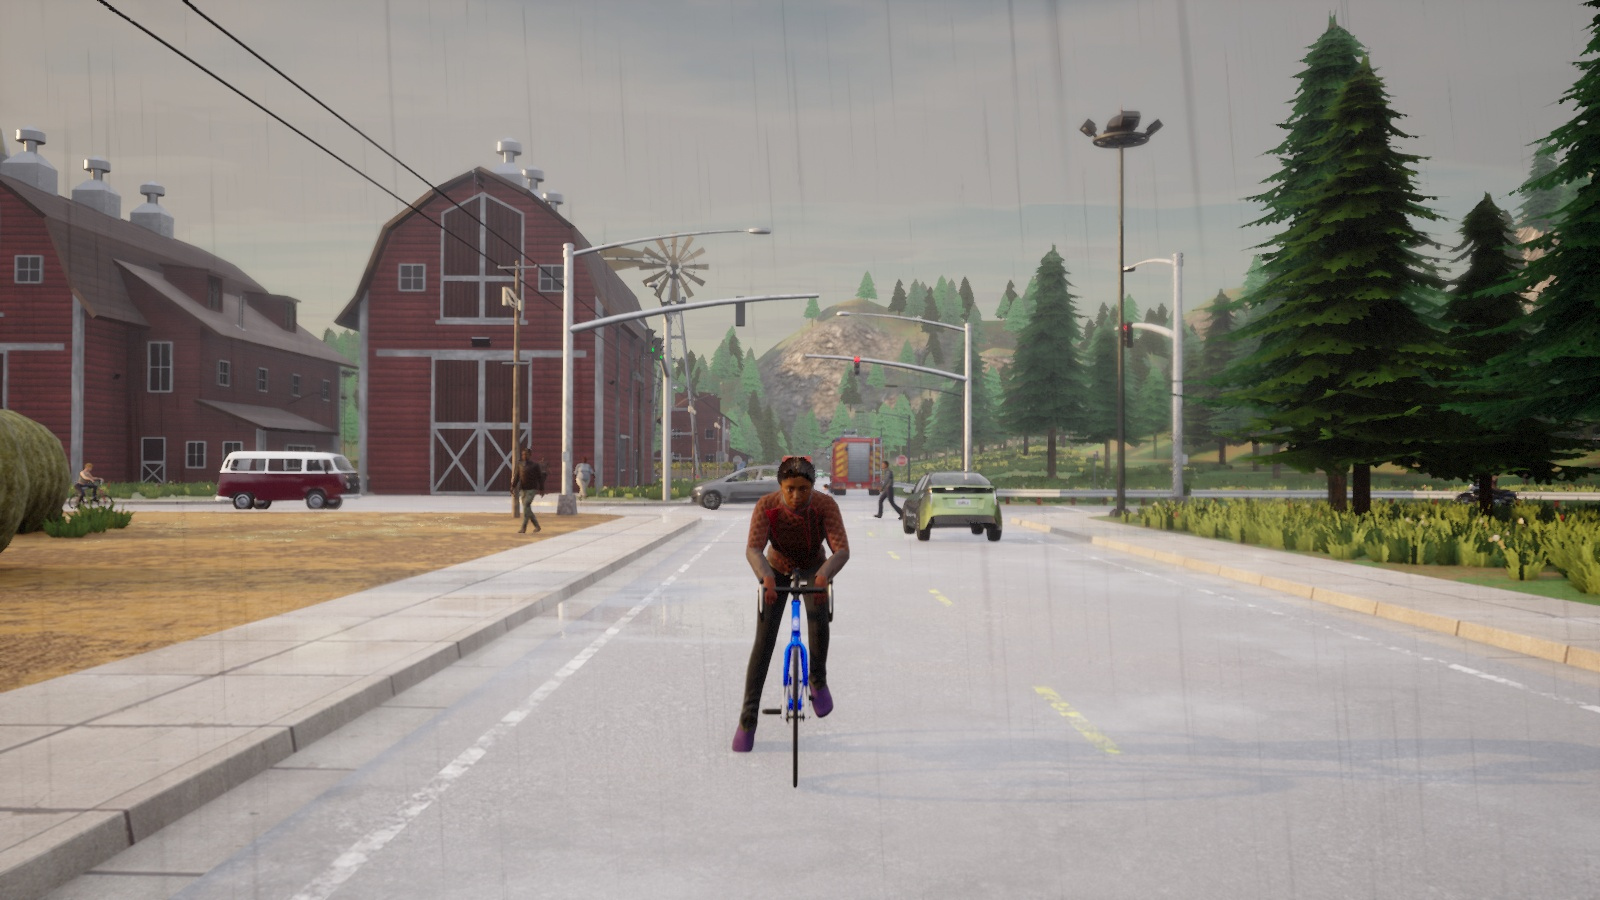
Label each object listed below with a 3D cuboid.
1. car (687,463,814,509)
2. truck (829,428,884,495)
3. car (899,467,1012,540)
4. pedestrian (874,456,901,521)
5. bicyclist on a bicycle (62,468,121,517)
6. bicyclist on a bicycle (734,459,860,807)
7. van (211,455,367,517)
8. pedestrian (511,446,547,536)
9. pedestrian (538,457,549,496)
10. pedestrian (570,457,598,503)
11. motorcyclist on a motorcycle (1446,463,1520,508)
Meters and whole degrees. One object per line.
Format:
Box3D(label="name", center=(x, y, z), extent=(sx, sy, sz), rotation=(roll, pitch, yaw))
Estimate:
Box3D(label="car", center=(-1.820, 1.323, 46.675), extent=(4.611, 1.667, 2.242), rotation=(0, -1, -1))
Box3D(label="truck", center=(3.334, 0.738, 75.956), extent=(2.891, 3.827, 8.468), rotation=(0, -1, 0))
Box3D(label="car", center=(3.438, 1.160, 28.563), extent=(2.007, 1.525, 4.514), rotation=(0, -1, 0))
Box3D(label="pedestrian", center=(2.635, 1.145, 37.844), extent=(0.788, 1.949, 0.423), rotation=(0, -1, 2))
Box3D(label="bicyclist on a bicycle", center=(-24.095, 1.438, 42.720), extent=(1.509, 1.612, 0.866), rotation=(0, -1, -1))
Box3D(label="bicyclist on a bicycle", center=(-0.015, 0.861, 6.694), extent=(0.582, 1.620, 1.656), rotation=(0, -1, 0))
Box3D(label="van", center=(-17.364, 1.197, 42.858), extent=(4.480, 2.038, 2.069), rotation=(0, -1, -1))
Box3D(label="pedestrian", center=(-5.637, 0.846, 26.146), extent=(0.431, 1.840, 0.703), rotation=(-1, -1, 21))
Box3D(label="pedestrian", center=(-11.764, 1.211, 57.669), extent=(0.328, 1.805, 0.869), rotation=(0, -1, -23))
Box3D(label="pedestrian", center=(-8.781, 1.214, 51.078), extent=(0.874, 1.855, 0.900), rotation=(0, -1, -30))
Box3D(label="motorcyclist on a motorcycle", center=(25.681, 1.319, 47.233), extent=(2.350, 1.649, 0.766), rotation=(0, -1, -1))
